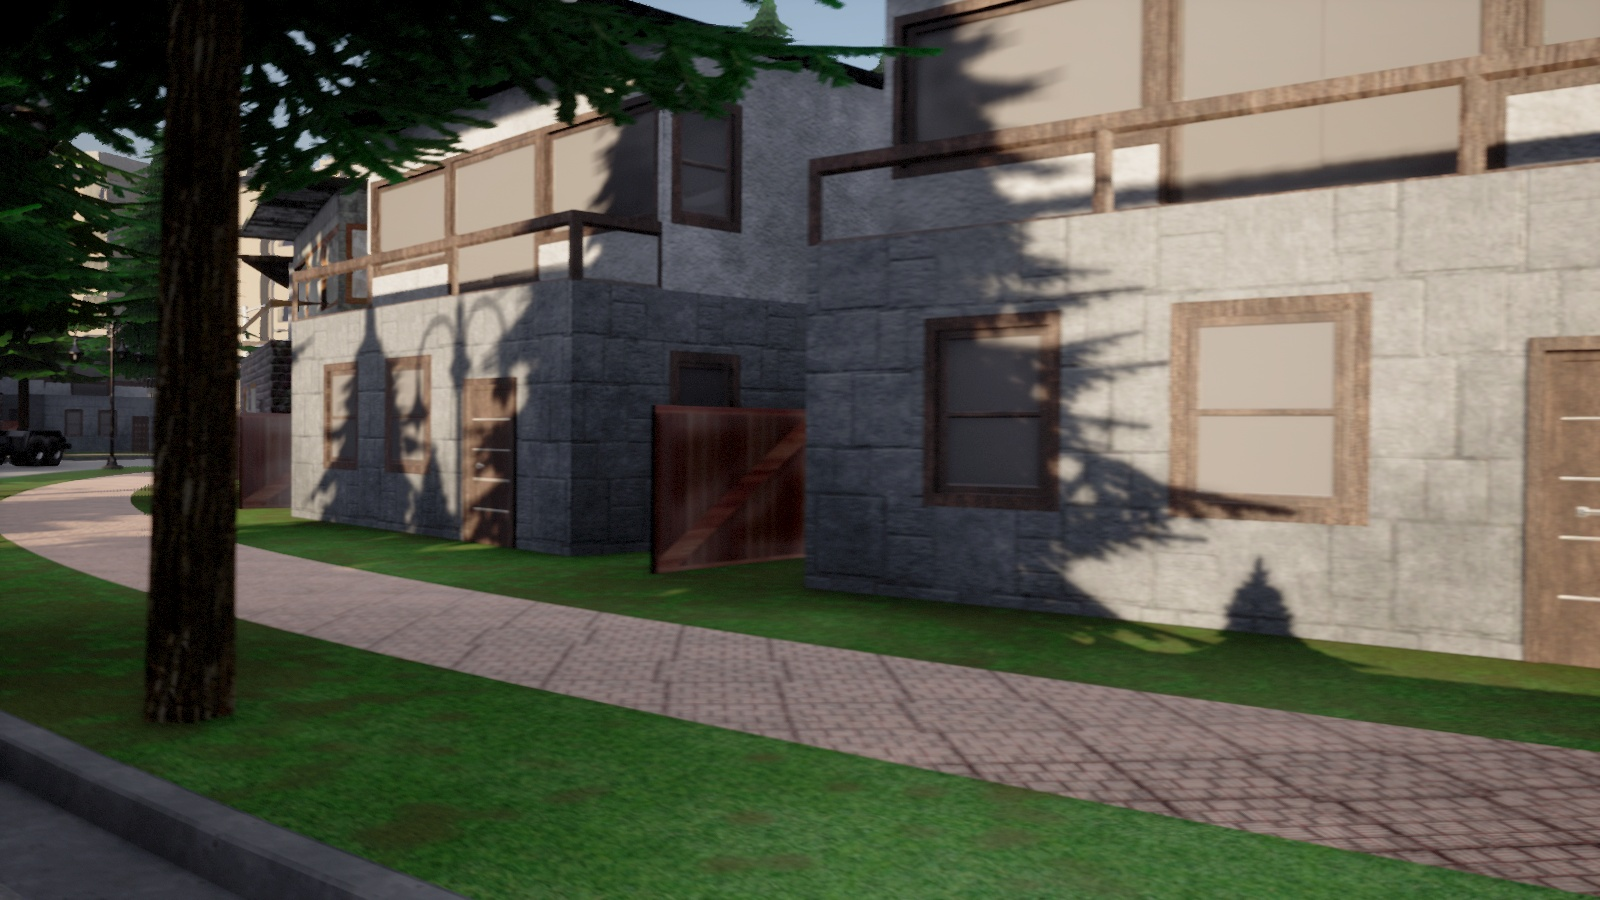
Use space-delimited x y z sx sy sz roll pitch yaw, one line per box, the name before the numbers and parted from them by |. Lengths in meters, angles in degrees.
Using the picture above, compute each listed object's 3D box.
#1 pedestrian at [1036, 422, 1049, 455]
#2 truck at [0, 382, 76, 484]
pedestrian | 13.657 -0.654 70.721 0.634 1.846 0.331 0 1 16
truck | -28.803 -0.578 43.655 2.891 3.462 7.936 -1 1 -3
